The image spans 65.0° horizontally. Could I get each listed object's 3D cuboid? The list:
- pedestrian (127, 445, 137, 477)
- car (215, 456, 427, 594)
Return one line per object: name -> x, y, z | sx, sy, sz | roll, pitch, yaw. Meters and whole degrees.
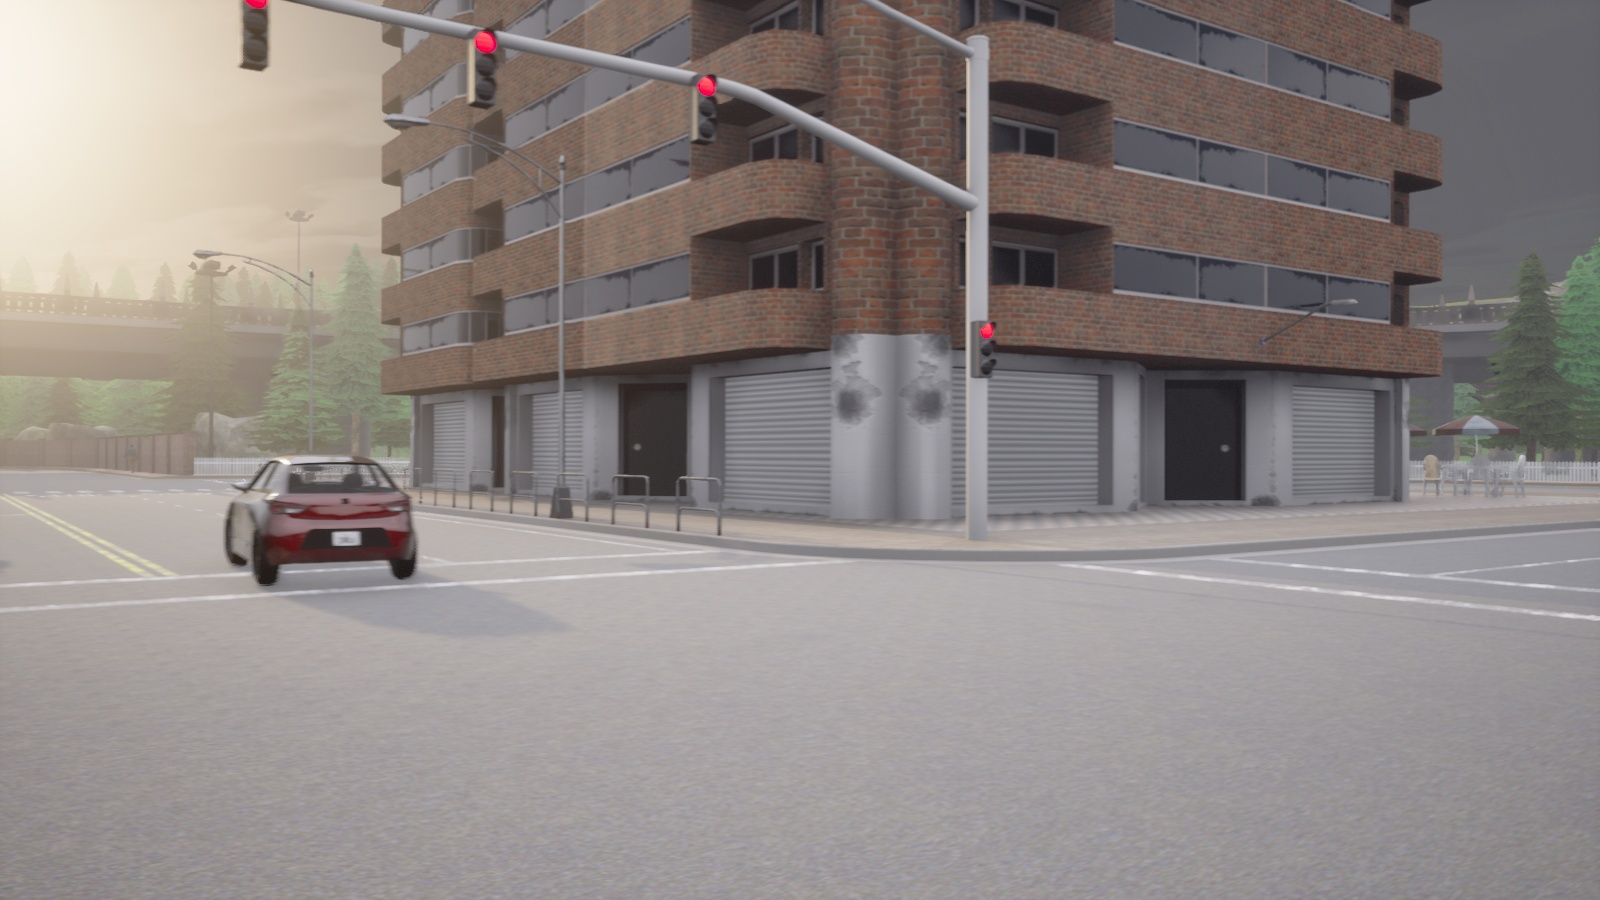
pedestrian -> -41.621, 0.683, 78.218 | 0.423, 1.949, 0.788 | 0, 0, -37
car -> -6.097, 0.810, 15.681 | 1.816, 1.474, 4.193 | 0, 0, -30
